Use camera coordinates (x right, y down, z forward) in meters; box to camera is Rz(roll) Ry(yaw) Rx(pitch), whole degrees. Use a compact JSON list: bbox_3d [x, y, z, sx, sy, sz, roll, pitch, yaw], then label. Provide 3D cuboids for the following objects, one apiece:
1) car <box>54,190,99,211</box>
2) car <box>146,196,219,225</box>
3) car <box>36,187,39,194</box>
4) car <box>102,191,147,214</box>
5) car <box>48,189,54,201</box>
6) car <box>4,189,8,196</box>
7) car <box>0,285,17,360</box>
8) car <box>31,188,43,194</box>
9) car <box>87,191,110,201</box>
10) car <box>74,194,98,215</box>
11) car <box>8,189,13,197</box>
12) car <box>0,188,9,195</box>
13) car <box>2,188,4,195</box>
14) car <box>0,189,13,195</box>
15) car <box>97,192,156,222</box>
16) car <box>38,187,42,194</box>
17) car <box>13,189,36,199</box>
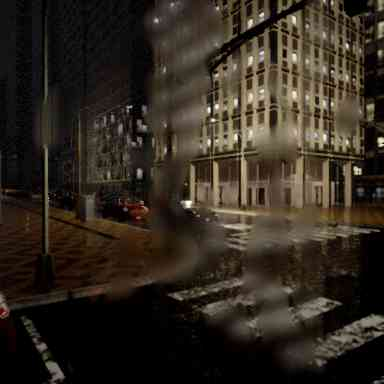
[{"bbox_3d":[-11.000,0.717,31.396,2.192,1.841,5.009,1,0,-36],"label":"car"},{"bbox_3d":[-0.589,1.217,21.341,2.033,1.411,5.357,0,1,-36],"label":"car"},{"bbox_3d":[-36.825,-0.379,81.592,2.192,1.841,5.009,1,0,-36],"label":"car"},{"bbox_3d":[-5.889,0.848,28.702,2.097,1.767,4.553,0,1,-36],"label":"car"},{"bbox_3d":[-18.416,0.586,46.207,1.837,1.490,4.892,0,1,-35],"label":"car"},{"bbox_3d":[-33.810,0.196,63.059,1.887,1.381,4.507,1,0,-36],"label":"car"},{"bbox_3d":[-4.256,1.442,3.520,4.097,1.590,1.967,0,0,-36],"label":"car"},{"bbox_3d":[-40.090,-0.235,86.119,1.947,1.339,4.313,1,0,-36],"label":"car"},{"bbox_3d":[-14.020,0.622,49.920,1.947,1.339,4.313,1,0,-36],"label":"car"},{"bbox_3d":[-7.750,1.091,26.874,1.802,1.307,4.206,1,0,-36],"label":"car"},{"bbox_3d":[-30.552,0.309,58.536,2.008,1.369,4.403,1,0,-36],"label":"car"},{"bbox_3d":[-43.583,-0.124,76.629,1.887,1.381,4.507,1,0,-36],"label":"car"},{"bbox_3d":[-37.067,0.095,67.582,2.008,1.369,4.403,1,0,-36],"label":"car"},{"bbox_3d":[-40.326,0.004,72.105,1.947,1.339,4.313,1,0,-36],"label":"car"},{"bbox_3d":[-4.488,1.057,22.350,1.967,1.590,4.097,1,0,-36],"label":"car"},{"bbox_3d":[-33.572,-0.042,77.069,1.887,1.381,4.507,1,0,-36],"label":"car"},{"bbox_3d":[-27.294,0.410,54.013,1.887,1.381,4.507,1,0,-36],"label":"car"}]
